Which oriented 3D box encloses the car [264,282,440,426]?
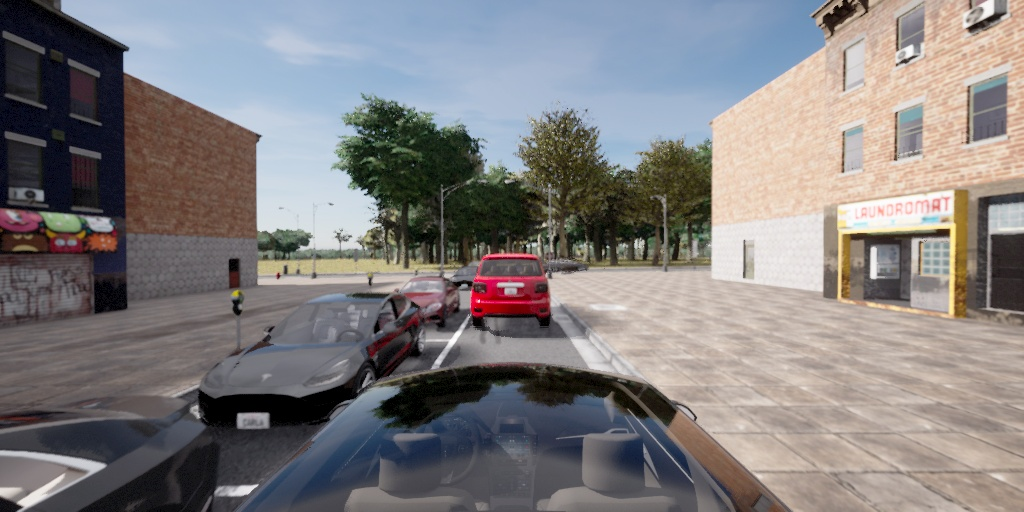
[{"bbox_3d":[-2.639,1.308,5.843,1.948,1.339,4.313,0,0,0],"label":"car"}]

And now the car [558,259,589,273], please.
[{"bbox_3d":[5.533,1.067,37.188,4.902,1.511,2.128,-1,0,-18],"label":"car"}]

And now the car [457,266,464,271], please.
[{"bbox_3d":[-2.639,1.278,22.147,1.948,1.339,4.313,0,0,0],"label":"car"}]

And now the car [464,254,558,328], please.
[{"bbox_3d":[-0.019,0.953,11.496,2.150,2.045,5.566,0,0,0],"label":"car"}]

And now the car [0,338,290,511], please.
[{"bbox_3d":[-2.638,1.303,0.408,2.007,1.370,4.403,0,0,0],"label":"car"}]

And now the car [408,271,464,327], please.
[{"bbox_3d":[-2.639,1.314,11.278,1.802,1.307,4.207,0,0,0],"label":"car"}]
